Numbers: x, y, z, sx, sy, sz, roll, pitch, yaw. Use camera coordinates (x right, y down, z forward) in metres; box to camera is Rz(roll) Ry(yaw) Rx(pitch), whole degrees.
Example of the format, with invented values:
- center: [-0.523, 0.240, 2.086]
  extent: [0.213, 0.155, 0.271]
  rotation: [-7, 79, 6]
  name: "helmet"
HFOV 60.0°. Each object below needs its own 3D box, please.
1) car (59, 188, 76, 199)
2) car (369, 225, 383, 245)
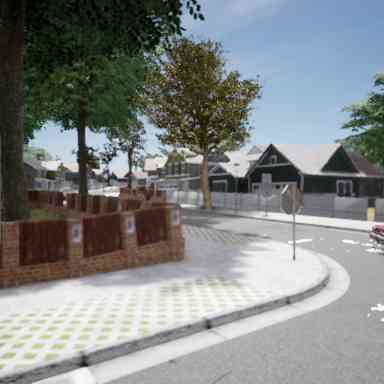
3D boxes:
- center: [-17.684, 0.245, 47.326]
  extent: [2.097, 1.767, 4.553]
  rotation: [0, 2, -31]
  name: "car"
- center: [8.664, 1.448, 11.112]
  extent: [4.718, 1.301, 1.895]
  rotation: [0, 1, 5]
  name: "car"
